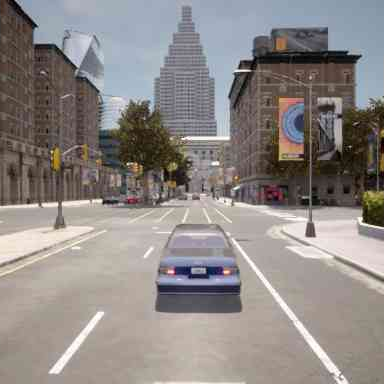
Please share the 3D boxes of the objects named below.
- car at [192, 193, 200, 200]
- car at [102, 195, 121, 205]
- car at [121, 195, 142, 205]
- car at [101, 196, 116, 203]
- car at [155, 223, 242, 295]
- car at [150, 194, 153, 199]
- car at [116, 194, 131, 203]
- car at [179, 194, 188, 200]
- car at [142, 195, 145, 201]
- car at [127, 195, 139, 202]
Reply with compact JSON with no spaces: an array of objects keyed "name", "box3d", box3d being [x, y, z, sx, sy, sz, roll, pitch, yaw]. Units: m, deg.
[{"name":"car","box3d":[1.095,1.350,89.921,2.097,1.767,4.553,0,0,1]},{"name":"car","box3d":[-14.367,1.601,58.578,1.895,1.301,4.718,0,0,1]},{"name":"car","box3d":[-10.848,1.478,59.760,1.882,1.535,5.008,0,0,1]},{"name":"car","box3d":[-17.406,1.595,69.730,1.895,1.301,4.718,0,0,1]},{"name":"car","box3d":[0.169,1.547,8.841,2.033,1.411,5.357,0,0,1]},{"name":"car","box3d":[-10.534,1.355,79.545,2.097,1.767,4.553,0,0,1]},{"name":"car","box3d":[-14.169,1.355,68.684,2.097,1.767,4.553,0,0,1]},{"name":"car","box3d":[-2.410,1.540,89.562,2.033,1.411,5.357,0,0,1]},{"name":"car","box3d":[-10.658,1.500,69.556,1.837,1.490,4.892,0,0,1]},{"name":"car","box3d":[-14.044,1.478,78.783,1.882,1.535,5.008,0,0,1]}]
